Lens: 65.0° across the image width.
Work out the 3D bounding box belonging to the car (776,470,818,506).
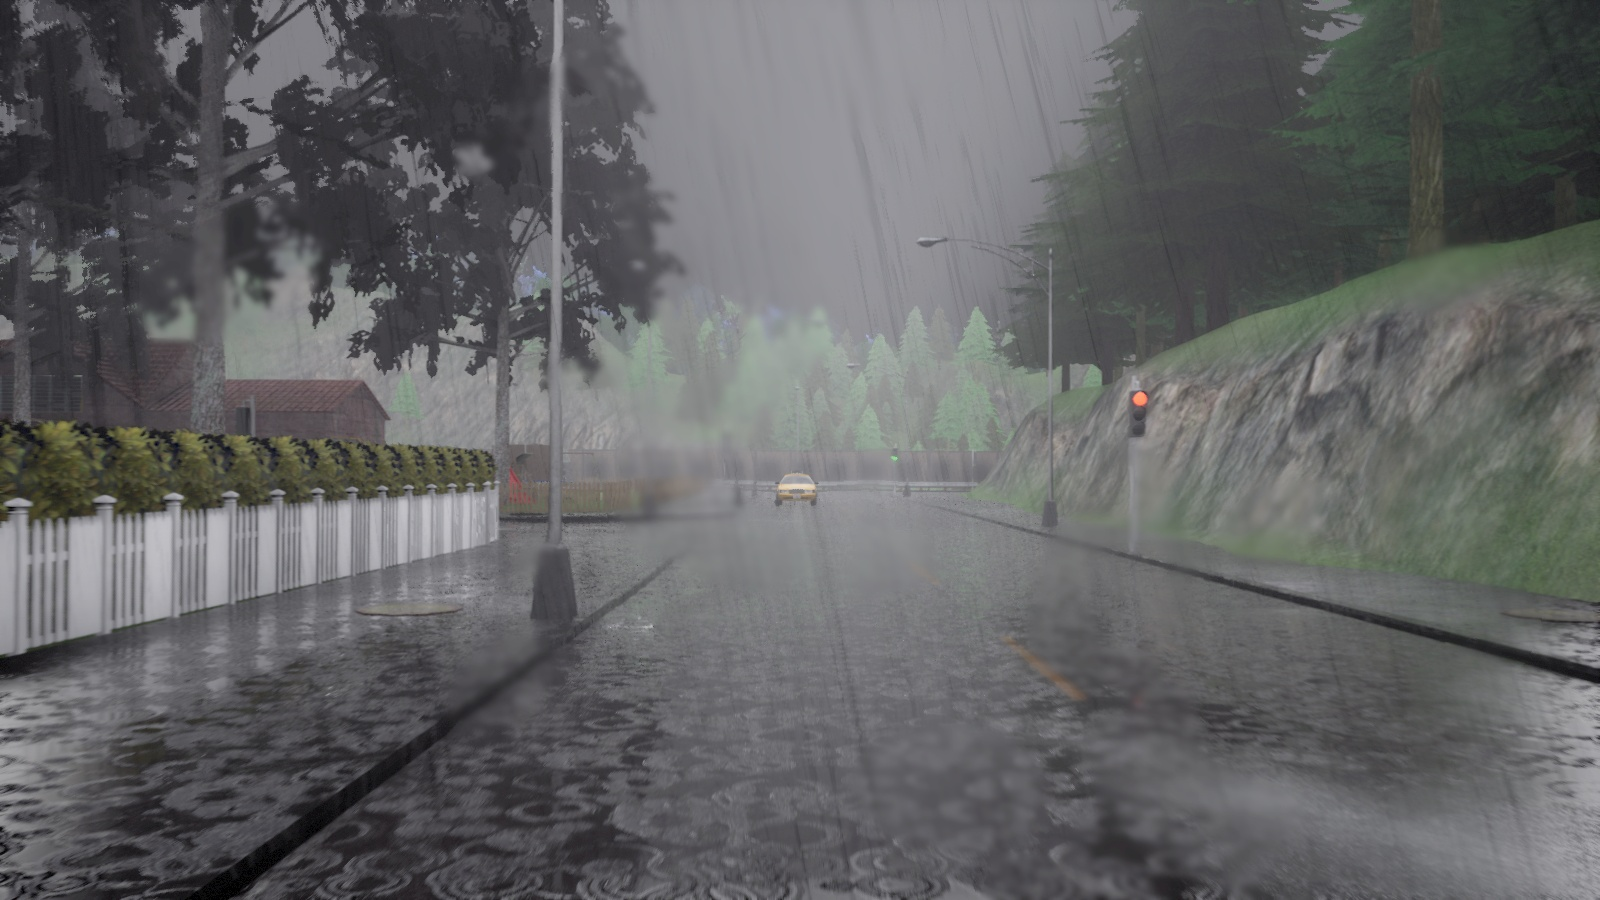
[{"bbox_3d":[-0.128,1.713,56.996,1.801,1.575,5.366,0,-1,0],"label":"car"}]

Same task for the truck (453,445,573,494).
[{"bbox_3d":[-20.598,1.427,90.455,7.936,3.462,2.891,0,-1,0],"label":"truck"}]
